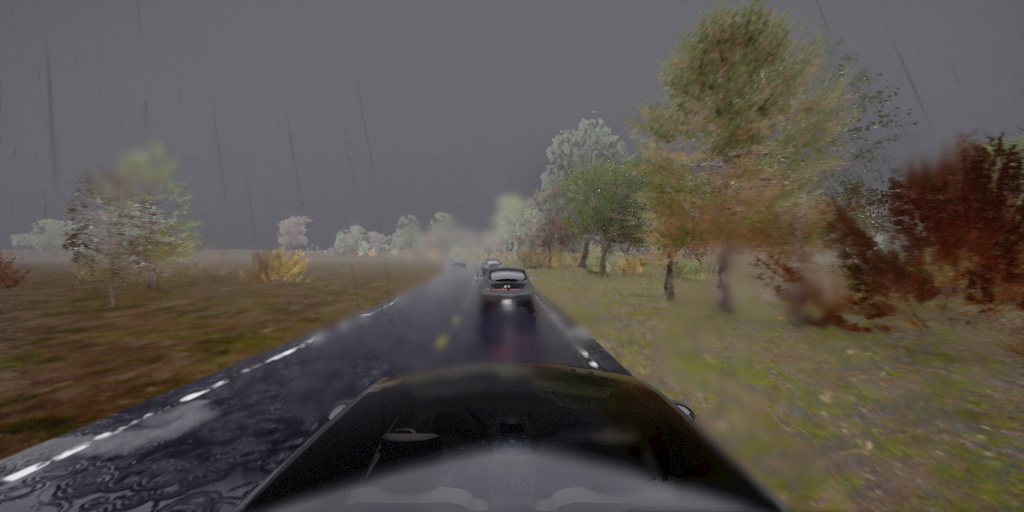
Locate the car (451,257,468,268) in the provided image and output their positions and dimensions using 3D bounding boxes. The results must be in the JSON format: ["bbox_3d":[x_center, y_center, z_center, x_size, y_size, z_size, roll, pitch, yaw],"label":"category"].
[{"bbox_3d":[-7.118,0.882,48.641,1.837,1.490,4.892,0,0,-9],"label":"car"}]

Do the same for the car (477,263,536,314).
[{"bbox_3d":[-0.206,1.161,13.231,1.837,1.490,4.892,0,0,-2],"label":"car"}]

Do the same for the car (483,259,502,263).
[{"bbox_3d":[-1.821,1.015,33.790,1.812,1.442,4.674,0,0,-6],"label":"car"}]
